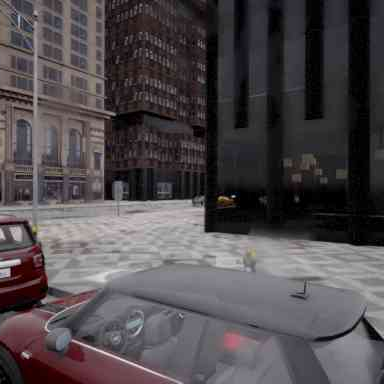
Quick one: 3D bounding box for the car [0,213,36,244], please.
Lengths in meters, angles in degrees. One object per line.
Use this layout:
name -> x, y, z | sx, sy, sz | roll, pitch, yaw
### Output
car -> -4.815, 1.314, 6.392 | 5.009, 1.841, 2.192 | 0, 0, 35

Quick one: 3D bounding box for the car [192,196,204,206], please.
car -> 1.938, 1.374, 52.070 | 2.128, 1.511, 4.902 | 0, 0, 36

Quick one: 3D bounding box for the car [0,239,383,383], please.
car -> -0.253, 1.440, 3.140 | 4.097, 1.590, 1.967 | 0, 0, 35
